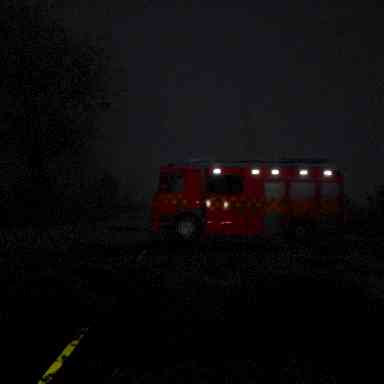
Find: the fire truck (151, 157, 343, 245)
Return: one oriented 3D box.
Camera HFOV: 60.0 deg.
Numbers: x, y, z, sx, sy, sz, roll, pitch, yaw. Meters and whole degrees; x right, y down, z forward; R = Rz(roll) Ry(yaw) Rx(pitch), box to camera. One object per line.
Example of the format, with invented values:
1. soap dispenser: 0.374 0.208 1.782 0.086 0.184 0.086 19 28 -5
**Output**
1. fire truck: 2.485 0.348 15.946 8.468 3.827 2.891 1 0 5
